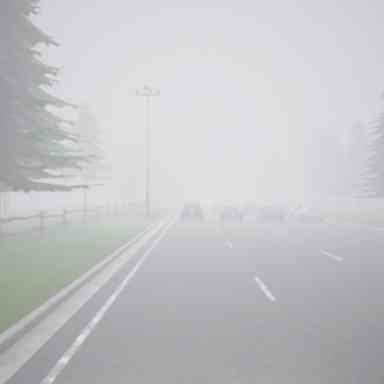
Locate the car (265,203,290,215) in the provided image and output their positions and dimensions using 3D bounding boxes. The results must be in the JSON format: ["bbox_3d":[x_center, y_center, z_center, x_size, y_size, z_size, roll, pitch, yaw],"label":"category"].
[{"bbox_3d":[10.518,2.051,41.324,1.994,1.385,4.181,0,-1,0],"label":"car"}]

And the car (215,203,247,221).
[{"bbox_3d":[3.509,1.927,30.751,1.994,1.385,4.181,0,-1,0],"label":"car"}]

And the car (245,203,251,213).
[{"bbox_3d":[7.017,2.051,41.338,1.994,1.385,4.181,0,-1,0],"label":"car"}]

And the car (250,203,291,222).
[{"bbox_3d":[7.008,1.904,30.210,2.033,1.411,5.357,0,-1,0],"label":"car"}]

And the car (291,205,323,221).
[{"bbox_3d":[10.508,1.887,30.626,1.812,1.442,4.674,0,-1,0],"label":"car"}]

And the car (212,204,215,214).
[{"bbox_3d":[3.520,2.094,41.817,1.895,1.301,4.718,0,-1,0],"label":"car"}]

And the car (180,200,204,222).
[{"bbox_3d":[0.008,1.713,30.601,2.097,1.767,4.553,0,-1,0],"label":"car"}]

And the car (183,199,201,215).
[{"bbox_3d":[0.024,1.847,42.027,2.097,1.767,4.553,0,-1,0],"label":"car"}]
